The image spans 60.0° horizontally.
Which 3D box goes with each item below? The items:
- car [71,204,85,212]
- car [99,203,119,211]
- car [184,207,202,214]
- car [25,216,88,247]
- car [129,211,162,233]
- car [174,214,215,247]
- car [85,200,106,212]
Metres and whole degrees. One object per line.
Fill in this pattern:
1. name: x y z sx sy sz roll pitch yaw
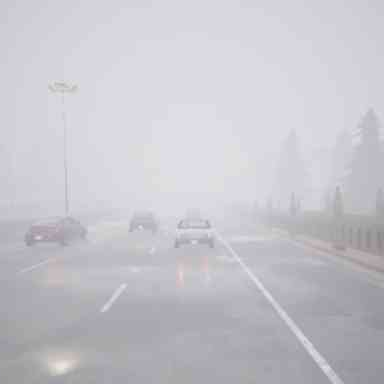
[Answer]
1. car: -21.005 2.960 62.268 2.128 1.511 4.902 0 1 0
2. car: -14.016 3.053 57.868 2.033 1.411 5.357 0 0 1
3. car: 0.100 2.648 40.569 1.837 1.490 4.892 0 -2 0
4. car: -6.899 1.949 17.257 1.812 1.442 4.674 0 -2 0
5. car: -3.400 2.154 24.569 1.837 1.490 4.892 0 -2 0
6. car: 0.100 2.021 17.139 1.895 1.301 4.718 0 -2 0
7. car: -17.507 2.677 62.238 2.150 2.045 5.566 0 1 0
